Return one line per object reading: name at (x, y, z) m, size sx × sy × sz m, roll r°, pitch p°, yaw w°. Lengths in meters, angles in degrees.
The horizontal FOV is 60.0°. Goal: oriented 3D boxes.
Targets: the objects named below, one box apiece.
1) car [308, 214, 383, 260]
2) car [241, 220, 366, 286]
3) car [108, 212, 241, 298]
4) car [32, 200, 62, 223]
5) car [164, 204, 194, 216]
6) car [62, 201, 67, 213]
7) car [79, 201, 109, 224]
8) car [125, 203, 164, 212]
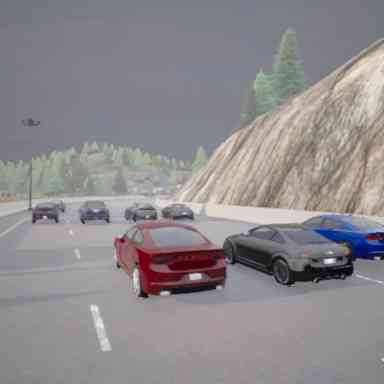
car at (5.255, 1.561, 12.444) m, size 1.882 × 1.535 × 5.008 m, roll 0°, pitch 0°, yaw -22°
car at (2.542, 1.625, 9.792) m, size 1.994 × 1.385 × 4.181 m, roll 0°, pitch 0°, yaw -22°
car at (-0.848, 1.524, 8.848) m, size 1.882 × 1.535 × 5.008 m, roll 0°, pitch 0°, yaw -22°
car at (-11.641, 1.618, 26.667) m, size 1.837 × 1.490 × 4.892 m, roll 0°, pitch 0°, yaw -21°
car at (-1.331, 1.719, 29.064) m, size 1.994 × 1.385 × 4.181 m, roll 0°, pitch 0°, yaw -21°
car at (-16.064, 1.696, 39.487) m, size 1.812 × 1.442 × 4.674 m, roll 0°, pitch 0°, yaw -17°
car at (-7.917, 1.476, 26.694) m, size 2.097 × 1.767 × 4.553 m, roll 0°, pitch 0°, yaw -21°
car at (-4.140, 1.626, 26.635) m, size 2.128 × 1.511 × 4.902 m, roll 0°, pitch 0°, yaw -21°
